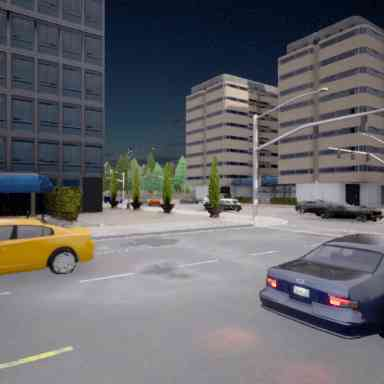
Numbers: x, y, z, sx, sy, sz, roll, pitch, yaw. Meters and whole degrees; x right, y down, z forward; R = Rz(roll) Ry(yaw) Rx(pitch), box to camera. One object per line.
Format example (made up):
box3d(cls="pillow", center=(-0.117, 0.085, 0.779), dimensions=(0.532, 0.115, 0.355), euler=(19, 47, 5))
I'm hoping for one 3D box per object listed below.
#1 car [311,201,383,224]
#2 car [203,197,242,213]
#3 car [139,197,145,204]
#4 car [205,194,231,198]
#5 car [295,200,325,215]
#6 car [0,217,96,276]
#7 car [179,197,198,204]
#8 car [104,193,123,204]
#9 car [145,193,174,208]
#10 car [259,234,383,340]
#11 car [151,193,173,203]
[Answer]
box3d(cls="car", center=(11.878, 1.601, 25.350), dimensions=(1.895, 1.301, 4.718), euler=(0, 0, -35))
box3d(cls="car", center=(3.467, 1.601, 37.355), dimensions=(1.895, 1.301, 4.718), euler=(0, 0, -35))
box3d(cls="car", center=(-7.698, 1.601, 59.433), dimensions=(1.895, 1.301, 4.718), euler=(0, 0, -35))
box3d(cls="car", center=(3.674, 1.217, 43.143), dimensions=(2.150, 2.045, 5.566), euler=(0, 1, -36))
box3d(cls="car", center=(12.010, 1.492, 31.259), dimensions=(2.128, 1.511, 4.902), euler=(0, 0, -35))
box3d(cls="car", center=(-5.161, 1.477, 8.887), dimensions=(5.008, 1.535, 1.882), euler=(0, 0, -35))
box3d(cls="car", center=(-0.647, 1.564, 61.855), dimensions=(1.994, 1.385, 4.181), euler=(0, 0, -34))
box3d(cls="car", center=(-15.241, 1.228, 64.220), dimensions=(2.150, 2.045, 5.566), euler=(0, 0, -35))
box3d(cls="car", center=(-4.540, 1.354, 48.786), dimensions=(2.097, 1.767, 4.553), euler=(0, 0, -35))
box3d(cls="car", center=(3.702, 1.547, 6.462), dimensions=(5.357, 1.411, 2.033), euler=(0, 0, -35))
box3d(cls="car", center=(-6.367, 1.223, 69.982), dimensions=(2.150, 2.045, 5.566), euler=(0, 0, -35))
